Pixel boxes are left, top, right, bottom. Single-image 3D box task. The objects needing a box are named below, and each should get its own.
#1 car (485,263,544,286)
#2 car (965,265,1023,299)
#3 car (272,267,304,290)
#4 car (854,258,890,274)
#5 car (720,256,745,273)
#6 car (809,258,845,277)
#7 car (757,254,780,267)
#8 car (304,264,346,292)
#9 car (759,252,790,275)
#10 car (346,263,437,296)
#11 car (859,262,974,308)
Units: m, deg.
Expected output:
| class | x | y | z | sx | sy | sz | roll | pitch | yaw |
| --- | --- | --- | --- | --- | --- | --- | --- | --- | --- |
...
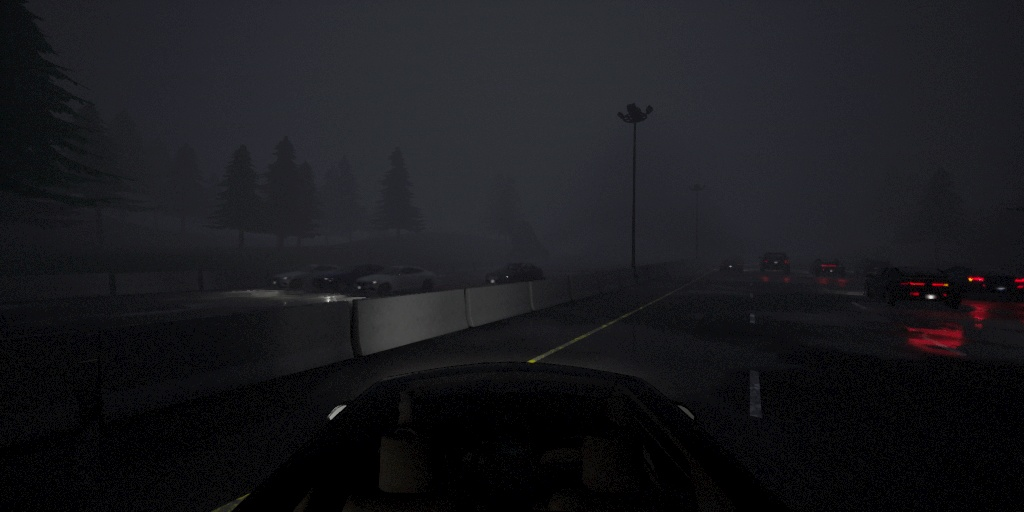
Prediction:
| class | x | y | z | sx | sy | sz | roll | pitch | yaw |
| --- | --- | --- | --- | --- | --- | --- | --- | --- | --- |
| car | 0.245 | 1.180 | 22.572 | 2.128 | 1.511 | 4.902 | 0 | 0 | 34 |
| car | 22.107 | 1.162 | 17.180 | 1.812 | 1.442 | 4.674 | 0 | 1 | 34 |
| car | -12.367 | 1.245 | 22.571 | 1.812 | 1.442 | 4.674 | 0 | 0 | 34 |
| car | 31.411 | 0.898 | 31.195 | 1.837 | 1.490 | 4.892 | 0 | 1 | 34 |
| car | 22.519 | 0.956 | 36.779 | 1.994 | 1.385 | 4.181 | 0 | 1 | 34 |
| car | 26.831 | 0.937 | 30.618 | 2.128 | 1.511 | 4.902 | 0 | 1 | 34 |
| car | 33.313 | 0.584 | 46.690 | 2.128 | 1.511 | 4.902 | 0 | 1 | 33 |
| car | -9.077 | 1.197 | 21.196 | 1.882 | 1.535 | 5.008 | 0 | 0 | 34 |
| car | 25.057 | 0.628 | 34.272 | 2.150 | 2.045 | 5.566 | 0 | 1 | 34 |
| car | -6.117 | 1.247 | 19.326 | 1.812 | 1.442 | 4.674 | 0 | 0 | 34 |
| car | 16.369 | 1.186 | 14.868 | 1.837 | 1.490 | 4.892 | 0 | 0 | 34 |
